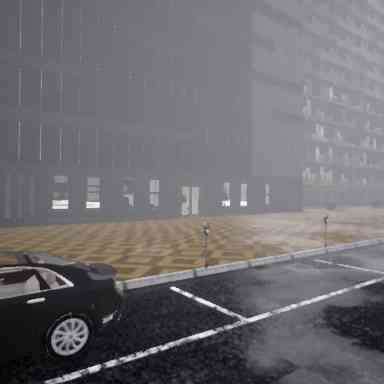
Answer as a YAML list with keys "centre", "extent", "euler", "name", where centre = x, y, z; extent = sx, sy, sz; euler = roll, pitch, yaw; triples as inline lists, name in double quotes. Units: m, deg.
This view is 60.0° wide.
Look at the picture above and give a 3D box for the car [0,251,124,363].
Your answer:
- centre: [-3.096, 1.548, 4.339]
  extent: [4.403, 1.369, 2.008]
  euler: [0, 1, -35]
  name: "car"
